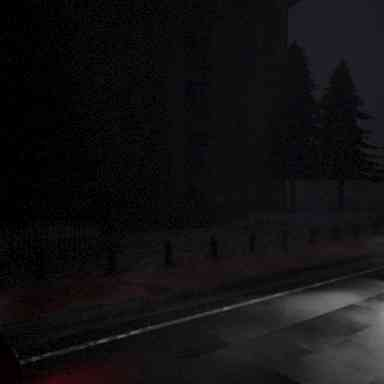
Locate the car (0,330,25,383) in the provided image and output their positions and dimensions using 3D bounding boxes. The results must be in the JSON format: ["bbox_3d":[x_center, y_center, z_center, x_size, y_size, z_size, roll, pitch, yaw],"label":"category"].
[{"bbox_3d":[-3.165,1.555,1.730,4.181,1.385,1.994,1,0,-36],"label":"car"}]
